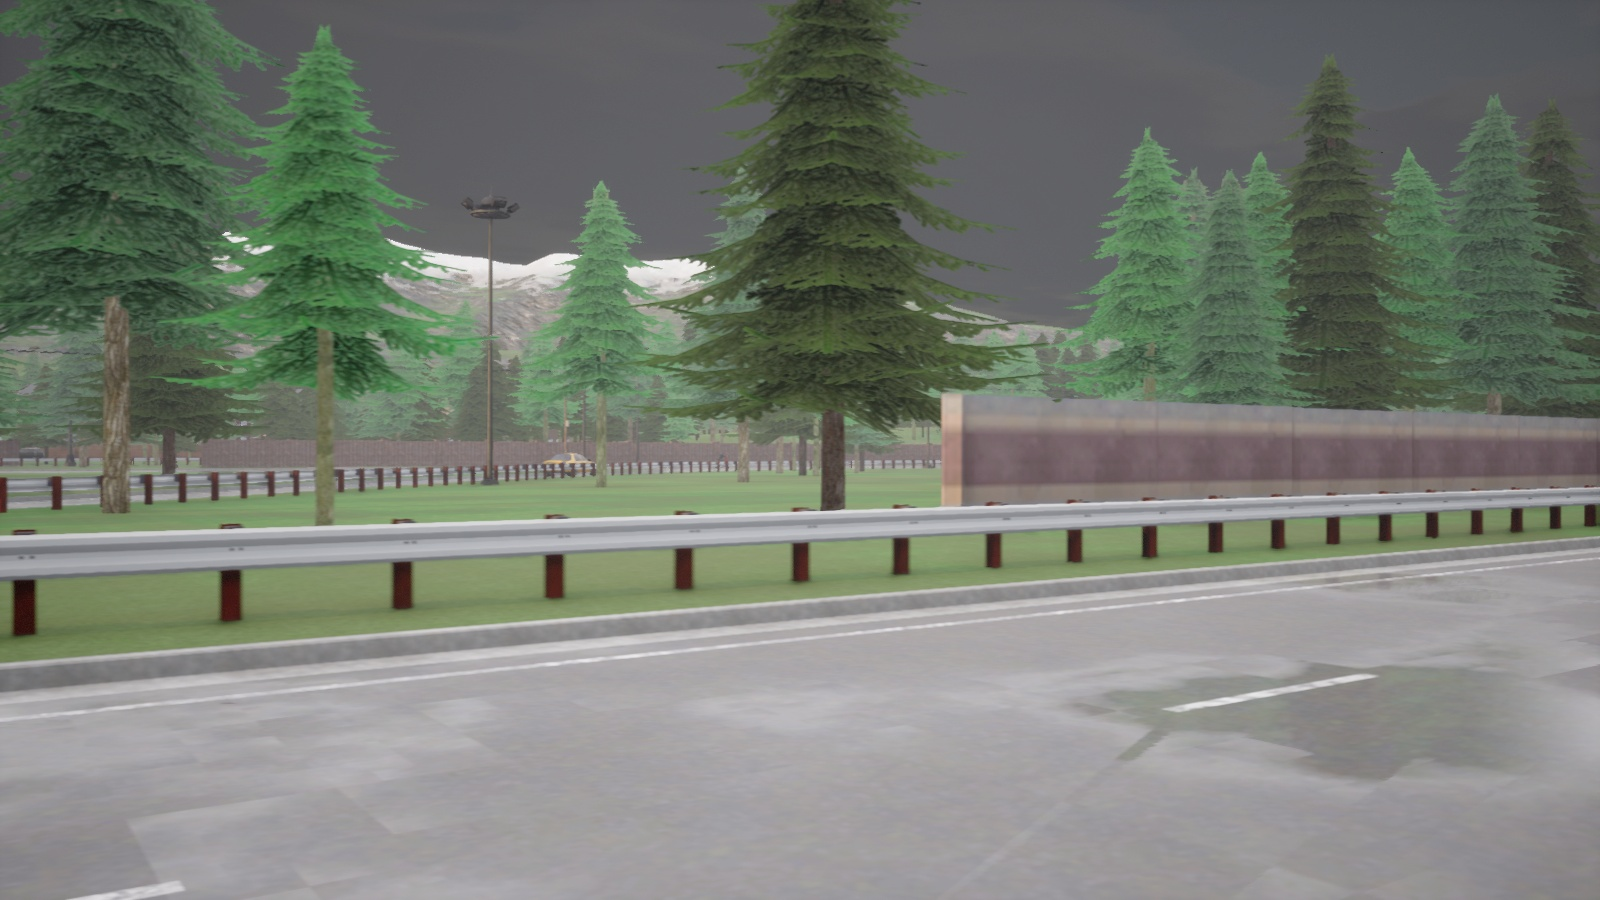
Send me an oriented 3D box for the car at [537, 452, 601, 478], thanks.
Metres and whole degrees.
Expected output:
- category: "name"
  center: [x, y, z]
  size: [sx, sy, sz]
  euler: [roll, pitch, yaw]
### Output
- category: "car"
  center: [-14.167, 0.898, 77.271]
  size: [1.801, 1.575, 5.366]
  euler: [0, 0, 14]
